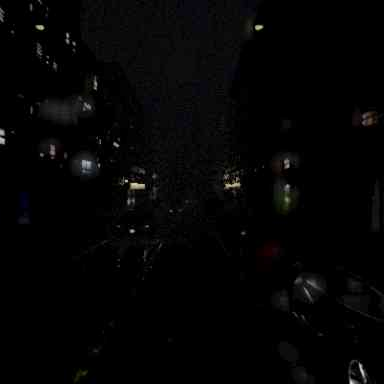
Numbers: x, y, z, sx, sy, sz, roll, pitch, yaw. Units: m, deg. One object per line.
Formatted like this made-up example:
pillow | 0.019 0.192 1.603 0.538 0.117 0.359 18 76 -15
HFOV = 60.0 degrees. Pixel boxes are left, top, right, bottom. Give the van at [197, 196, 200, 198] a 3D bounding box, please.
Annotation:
van | 2.513 1.898 78.178 1.690 1.788 3.998 -1 0 0

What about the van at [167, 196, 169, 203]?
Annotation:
van | -5.365 1.858 72.665 1.690 1.788 3.998 -1 0 0

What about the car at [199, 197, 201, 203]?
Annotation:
car | 2.533 1.791 49.856 1.967 1.590 4.097 -1 0 0

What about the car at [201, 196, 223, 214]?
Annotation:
car | 2.522 1.584 38.529 2.192 1.841 5.009 -1 0 0

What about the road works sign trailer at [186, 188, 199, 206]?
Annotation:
road works sign trailer | -0.033 0.934 66.185 2.380 3.560 2.880 0 0 0

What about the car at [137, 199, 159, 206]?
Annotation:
car | -5.346 1.711 38.758 1.967 1.590 4.097 -1 0 0

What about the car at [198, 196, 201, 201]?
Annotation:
car | 2.524 1.978 61.184 1.887 1.381 4.507 -1 0 0

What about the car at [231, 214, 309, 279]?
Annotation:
car | 2.517 1.616 10.206 1.887 1.381 4.507 -1 0 0

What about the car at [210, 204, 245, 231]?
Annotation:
car | 2.512 1.701 21.535 2.008 1.369 4.403 -1 0 0

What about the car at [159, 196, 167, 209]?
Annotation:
car | -5.352 1.792 50.061 1.967 1.590 4.097 -1 0 0

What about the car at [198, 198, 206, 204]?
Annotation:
car | 2.513 2.181 83.840 1.802 1.307 4.206 -1 0 0

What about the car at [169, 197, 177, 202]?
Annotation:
car | -5.374 2.229 95.268 1.887 1.381 4.507 -1 0 0

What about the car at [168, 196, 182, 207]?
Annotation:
car | -2.824 1.923 59.412 1.837 1.490 4.892 0 0 0

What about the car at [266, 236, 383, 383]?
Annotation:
car | 2.520 1.598 4.542 1.947 1.339 4.313 -1 0 0

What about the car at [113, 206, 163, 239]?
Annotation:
car | -2.860 1.688 17.882 1.994 1.385 4.181 0 0 0

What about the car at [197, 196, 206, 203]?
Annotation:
car | 2.506 1.956 89.506 2.192 1.841 5.009 -1 0 0
